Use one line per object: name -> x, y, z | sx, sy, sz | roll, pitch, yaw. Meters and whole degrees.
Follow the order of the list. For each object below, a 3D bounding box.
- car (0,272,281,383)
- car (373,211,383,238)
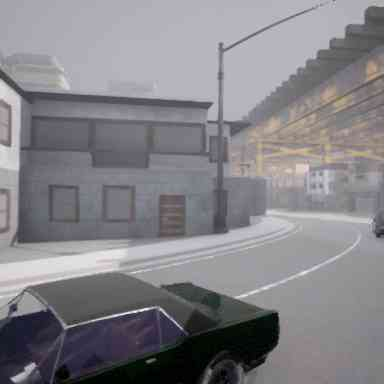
car -> -1.309, 1.631, 3.234 | 4.718, 1.301, 1.895 | 0, 0, -38
car -> 11.453, 1.811, 18.995 | 2.033, 1.411, 5.357 | 0, -1, 26
